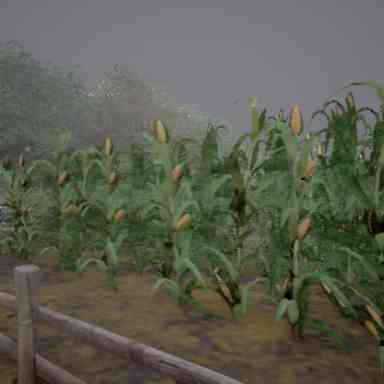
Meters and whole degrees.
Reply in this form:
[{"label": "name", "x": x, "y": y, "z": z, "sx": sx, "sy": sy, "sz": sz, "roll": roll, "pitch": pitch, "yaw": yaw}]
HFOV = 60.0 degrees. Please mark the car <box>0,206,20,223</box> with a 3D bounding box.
[{"label": "car", "x": -15.076, "y": 1.860, "z": 26.188, "sx": 1.812, "sy": 1.442, "sz": 4.674, "roll": 0, "pitch": -1, "yaw": 34}]
